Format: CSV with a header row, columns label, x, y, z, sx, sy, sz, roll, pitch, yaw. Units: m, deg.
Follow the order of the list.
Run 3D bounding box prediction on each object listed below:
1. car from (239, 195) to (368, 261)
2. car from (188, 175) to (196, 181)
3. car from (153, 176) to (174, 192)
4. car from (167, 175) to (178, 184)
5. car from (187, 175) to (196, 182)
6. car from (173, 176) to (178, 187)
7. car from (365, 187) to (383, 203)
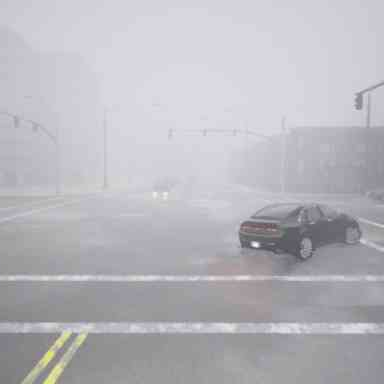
label,x,y,z,sx,sy,sz,roll,pitch,yaw
car,3.576,1.068,10.668,4.892,1.490,1.837,-4,2,-41
car,-0.065,-3.478,80.651,1.812,1.442,4.674,0,4,0
car,-3.629,-0.851,40.690,2.033,1.411,5.357,0,4,0
car,-3.549,-2.258,61.199,1.882,1.535,5.008,0,4,0
car,-0.056,-2.838,70.464,1.837,1.490,4.892,0,4,0
car,-3.608,-1.714,50.935,2.097,1.767,4.553,0,4,0
car,16.254,0.041,26.196,4.902,1.511,2.128,0,4,0
